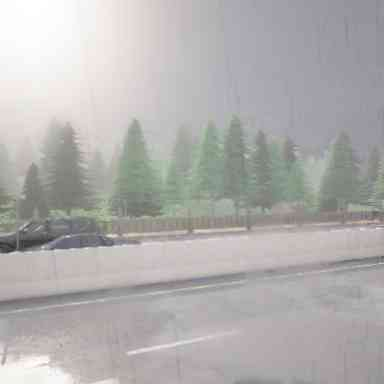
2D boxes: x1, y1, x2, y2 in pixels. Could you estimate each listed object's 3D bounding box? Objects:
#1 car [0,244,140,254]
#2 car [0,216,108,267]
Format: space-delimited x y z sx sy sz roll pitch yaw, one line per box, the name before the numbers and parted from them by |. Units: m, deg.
car | -4.658 2.388 13.382 5.357 1.411 2.033 0 -3 -24
car | -7.120 2.272 16.137 5.566 2.045 2.150 0 -3 -24
